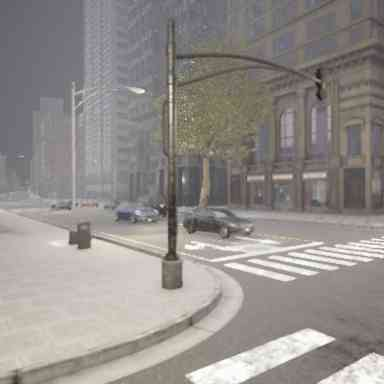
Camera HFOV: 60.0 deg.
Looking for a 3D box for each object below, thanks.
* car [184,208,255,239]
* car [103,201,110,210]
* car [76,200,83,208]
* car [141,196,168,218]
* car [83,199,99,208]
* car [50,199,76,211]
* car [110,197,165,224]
[{"bbox_3d":[1.365,1.633,18.472,1.812,1.442,4.674,0,0,-37],"label":"car"},{"bbox_3d":[-11.109,1.827,47.180,1.994,1.385,4.181,0,0,-35],"label":"car"},{"bbox_3d":[-19.802,1.796,53.802,1.882,1.535,5.008,0,0,-36],"label":"car"},{"bbox_3d":[-4.261,1.413,32.218,2.150,2.045,5.566,0,0,-36],"label":"car"},{"bbox_3d":[-16.975,1.867,55.281,1.994,1.385,4.181,0,0,-36],"label":"car"},{"bbox_3d":[-18.073,1.851,45.658,2.033,1.411,5.357,0,0,-35],"label":"car"},{"bbox_3d":[-4.440,1.535,26.548,2.097,1.767,4.553,0,-1,-36],"label":"car"}]
